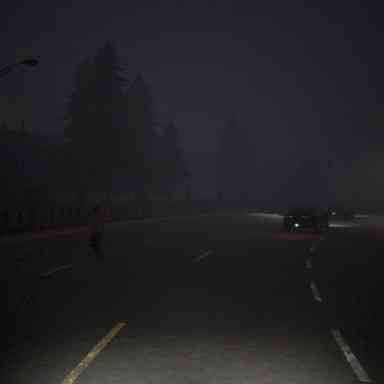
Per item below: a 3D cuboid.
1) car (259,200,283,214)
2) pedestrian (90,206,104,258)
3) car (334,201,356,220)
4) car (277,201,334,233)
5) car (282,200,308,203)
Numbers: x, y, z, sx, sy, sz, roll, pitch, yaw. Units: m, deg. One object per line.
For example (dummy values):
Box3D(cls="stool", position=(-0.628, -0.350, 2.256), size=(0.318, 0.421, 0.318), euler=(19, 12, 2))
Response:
Box3D(cls="car", position=(9.086, 1.548, 35.922), size=(2.033, 1.411, 5.357), euler=(0, 0, 35))
Box3D(cls="pedestrian", position=(-3.175, 1.294, 11.199), size=(0.375, 1.860, 0.375), euler=(0, 0, 17))
Box3D(cls="car", position=(12.631, 1.526, 28.469), size=(1.812, 1.442, 4.674), euler=(0, 0, 34))
Box3D(cls="car", position=(6.855, 1.505, 19.734), size=(1.837, 1.490, 4.892), euler=(0, 0, 32))
Box3D(cls="car", position=(10.646, 1.525, 32.065), size=(1.812, 1.442, 4.674), euler=(0, 0, 35))
